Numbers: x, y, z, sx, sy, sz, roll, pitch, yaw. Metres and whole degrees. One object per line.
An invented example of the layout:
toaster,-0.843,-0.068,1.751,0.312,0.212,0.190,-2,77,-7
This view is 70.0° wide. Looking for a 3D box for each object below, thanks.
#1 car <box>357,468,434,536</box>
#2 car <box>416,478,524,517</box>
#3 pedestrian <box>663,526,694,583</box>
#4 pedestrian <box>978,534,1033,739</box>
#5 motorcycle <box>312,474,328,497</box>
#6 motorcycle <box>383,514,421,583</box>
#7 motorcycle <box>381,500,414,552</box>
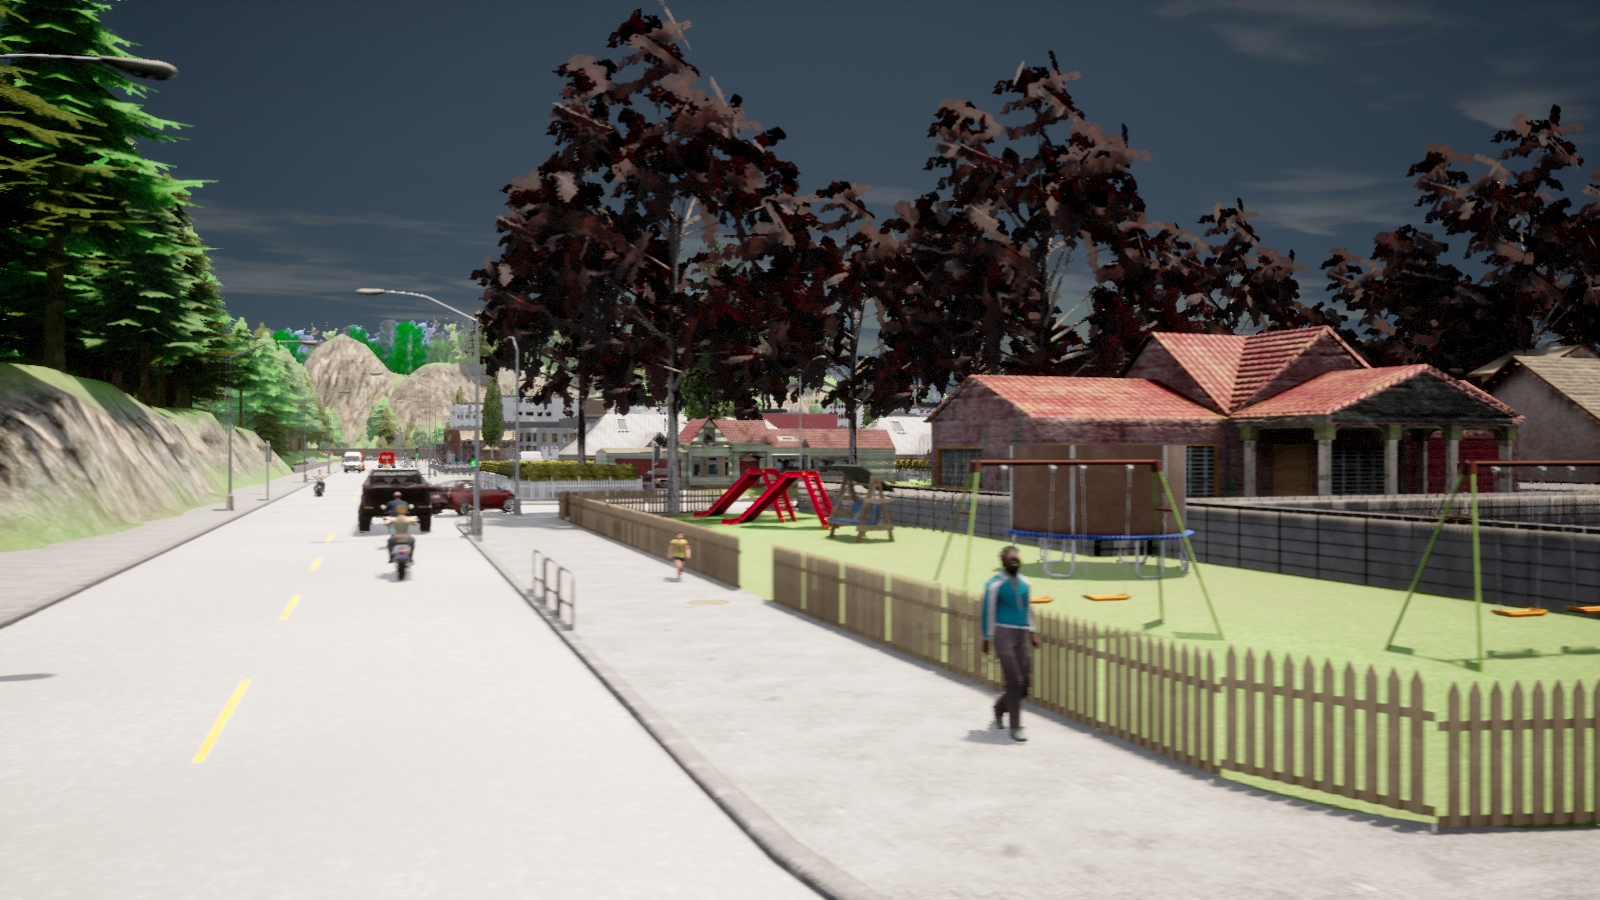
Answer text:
car,-14.423,1.754,40.665,2.390,2.098,6.274,0,0,-20
car,-14.296,2.039,49.800,2.007,1.525,4.514,0,0,26
pedestrian,-2.482,2.125,23.374,0.500,1.100,0.500,0,0,-23
pedestrian,1.941,1.745,10.800,0.375,1.860,0.375,0,0,-20
motorcycle,-28.980,2.155,68.985,0.764,1.307,2.356,0,0,-20
motorcycle,-8.874,2.154,25.447,0.764,1.307,2.356,0,0,-20
motorcycle,-11.453,2.141,32.461,0.856,1.316,1.805,0,0,-20
